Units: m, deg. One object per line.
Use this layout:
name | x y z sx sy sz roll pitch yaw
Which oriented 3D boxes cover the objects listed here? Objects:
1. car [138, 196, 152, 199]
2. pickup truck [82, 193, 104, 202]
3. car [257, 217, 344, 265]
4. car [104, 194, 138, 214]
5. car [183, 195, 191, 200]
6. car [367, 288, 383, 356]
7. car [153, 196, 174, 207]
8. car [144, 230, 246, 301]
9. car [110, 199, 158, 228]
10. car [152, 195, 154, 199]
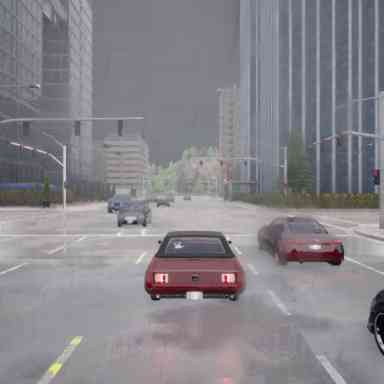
car | -7.855 1.526 52.006 1.812 1.442 4.674 0 0 -1
pickup truck | -21.197 1.059 73.336 2.390 2.098 6.274 0 0 30
car | 3.577 1.564 11.647 1.994 1.385 4.181 0 0 0
car | -7.554 1.224 35.954 2.150 2.045 5.566 0 0 -1
car | -1.295 1.553 88.561 1.994 1.385 4.181 0 0 -1
car | 3.608 1.564 3.236 1.994 1.385 4.181 0 0 -1
car | -4.350 1.547 51.564 2.033 1.411 5.357 0 0 -1
car | 0.071 1.601 8.289 1.895 1.301 4.718 0 0 0
car | -3.738 1.491 22.282 2.128 1.511 4.902 0 0 -1
car | -8.012 1.504 69.025 1.837 1.490 4.892 0 0 -1
